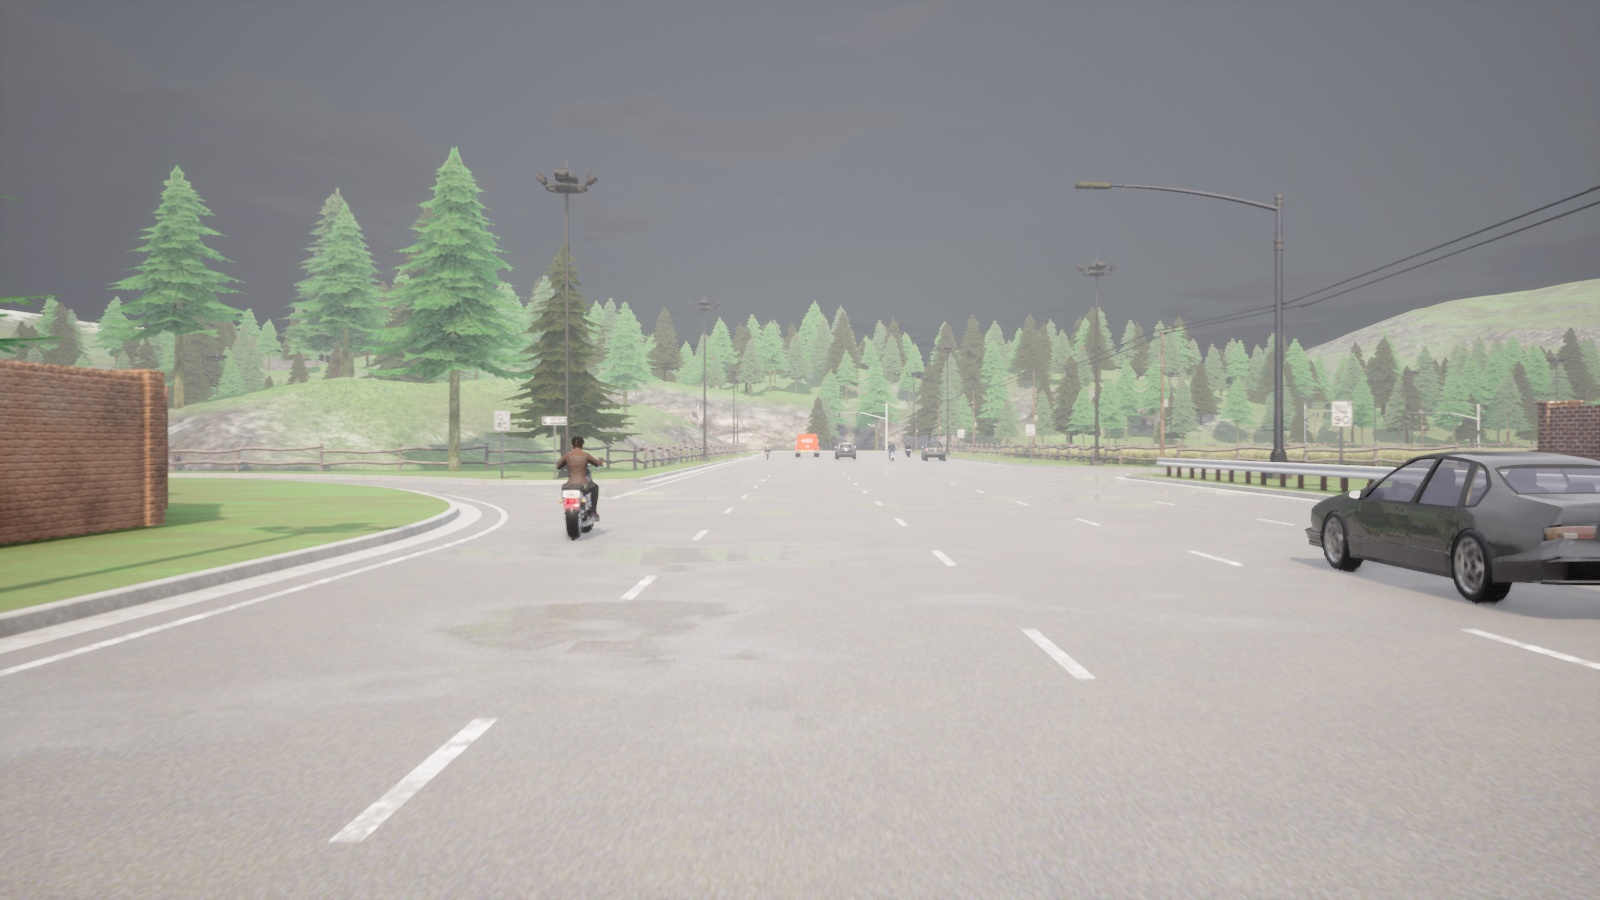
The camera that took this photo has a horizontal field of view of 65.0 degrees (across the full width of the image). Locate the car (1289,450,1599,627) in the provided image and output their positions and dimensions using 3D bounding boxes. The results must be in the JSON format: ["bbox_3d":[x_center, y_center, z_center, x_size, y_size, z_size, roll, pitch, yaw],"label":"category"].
[{"bbox_3d":[7.089,0.727,12.939,2.033,1.411,5.357,0,0,0],"label":"car"}]

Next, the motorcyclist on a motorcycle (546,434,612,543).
[{"bbox_3d":[-3.534,0.580,20.257,0.766,1.649,2.350,-1,0,-3],"label":"motorcyclist on a motorcycle"}]
